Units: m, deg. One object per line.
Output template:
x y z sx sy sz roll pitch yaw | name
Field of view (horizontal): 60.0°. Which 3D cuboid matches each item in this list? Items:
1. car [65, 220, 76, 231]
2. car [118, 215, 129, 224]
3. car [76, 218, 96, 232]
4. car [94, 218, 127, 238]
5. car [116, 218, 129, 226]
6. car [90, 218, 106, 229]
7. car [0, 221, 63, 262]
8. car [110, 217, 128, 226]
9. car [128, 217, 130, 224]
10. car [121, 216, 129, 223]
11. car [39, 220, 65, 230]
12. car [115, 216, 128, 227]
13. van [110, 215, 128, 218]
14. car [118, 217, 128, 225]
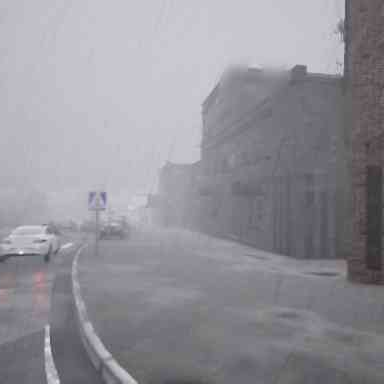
-15.977 4.242 42.670 2.033 1.411 5.357 1 -4 -10 | car
-15.771 6.400 77.049 2.435 2.045 5.566 1 -4 -10 | car
-12.229 4.007 40.144 2.128 1.511 4.902 1 -4 -10 | car
-6.841 3.186 28.267 2.002 1.452 4.674 2 -4 -10 | car
-13.805 5.879 66.277 2.231 1.521 4.892 1 -4 -10 | car
-14.136 4.741 50.153 1.837 1.490 4.892 1 -4 -10 | car
-7.135 2.217 14.902 1.812 1.442 4.674 1 -4 -16 | car
-7.843 3.563 33.658 2.163 1.488 4.792 1 -4 -10 | car
-11.819 4.971 55.418 2.185 1.767 4.553 1 -4 -10 | car
-18.754 7.699 93.370 2.185 1.767 4.553 1 -4 -10 | car
-14.098 3.471 32.537 1.837 1.490 4.892 1 -4 -10 | car
-12.810 5.361 60.840 2.185 1.767 4.553 1 -4 -10 | car
-8.851 3.704 39.183 1.878 1.987 4.442 1 -4 -10 | van
-14.796 6.267 71.700 2.097 1.535 5.008 1 -4 -10 | car
